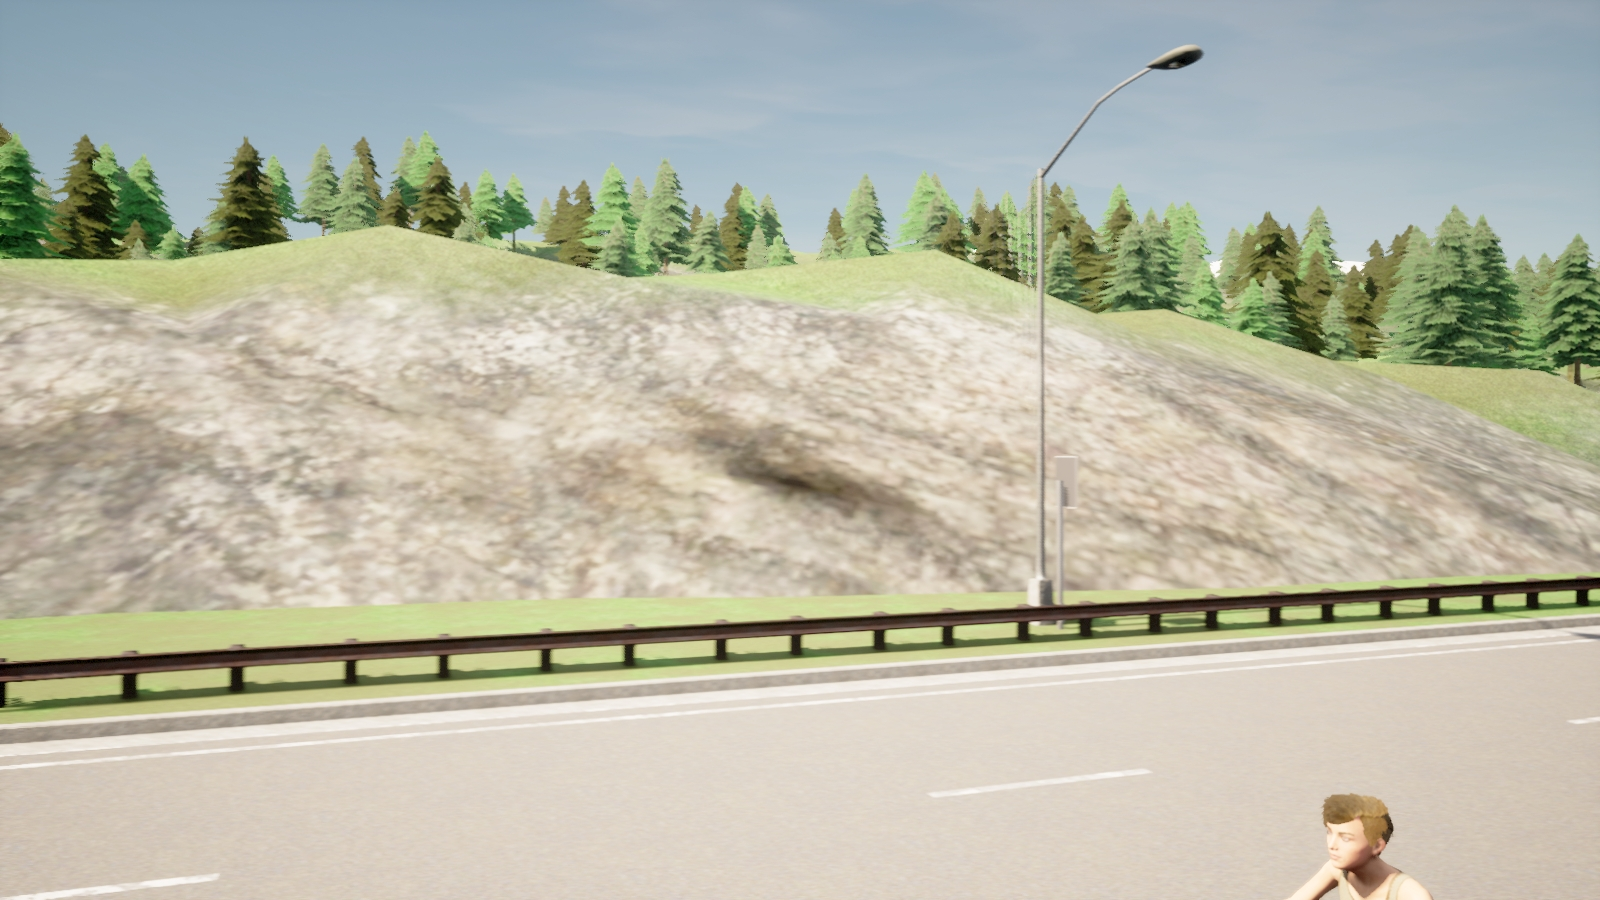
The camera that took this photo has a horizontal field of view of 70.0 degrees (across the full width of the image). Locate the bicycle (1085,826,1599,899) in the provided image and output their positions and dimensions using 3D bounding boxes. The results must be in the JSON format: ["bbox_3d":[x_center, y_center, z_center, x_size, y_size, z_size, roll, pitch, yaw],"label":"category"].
[{"bbox_3d":[1.872,2.158,3.964,1.487,1.277,0.859,0,0,-20],"label":"bicycle"}]
